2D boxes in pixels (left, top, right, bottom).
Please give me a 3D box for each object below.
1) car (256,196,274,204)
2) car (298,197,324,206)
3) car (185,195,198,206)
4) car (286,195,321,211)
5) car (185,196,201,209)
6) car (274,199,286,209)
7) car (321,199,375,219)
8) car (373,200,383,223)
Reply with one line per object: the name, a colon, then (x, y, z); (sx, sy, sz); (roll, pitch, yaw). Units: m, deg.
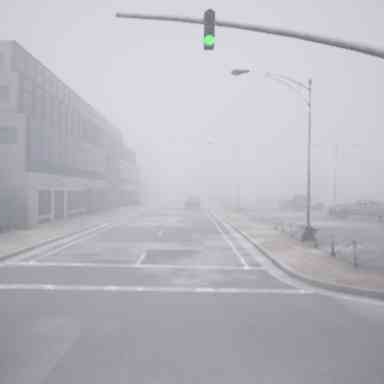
car: (13.869, 1.597, 62.574); (3.633, 1.501, 1.845); (1, 0, 0)
car: (21.291, 1.706, 59.597); (3.806, 1.475, 1.970); (1, 0, 0)
car: (-0.012, 1.389, 56.126); (2.097, 1.767, 4.553); (1, 0, 0)
car: (14.159, 1.330, 41.084); (3.866, 1.878, 1.905); (1, 0, 0)
car: (0.087, 1.403, 46.000); (2.097, 1.767, 4.553); (1, 0, 0)
car: (13.745, 1.342, 43.990); (4.605, 1.855, 1.932); (1, 0, 0)
car: (14.165, 1.422, 28.290); (5.027, 1.636, 2.152); (1, 0, 0)
car: (14.491, 1.513, 21.873); (3.806, 1.475, 1.970); (1, 0, 0)
